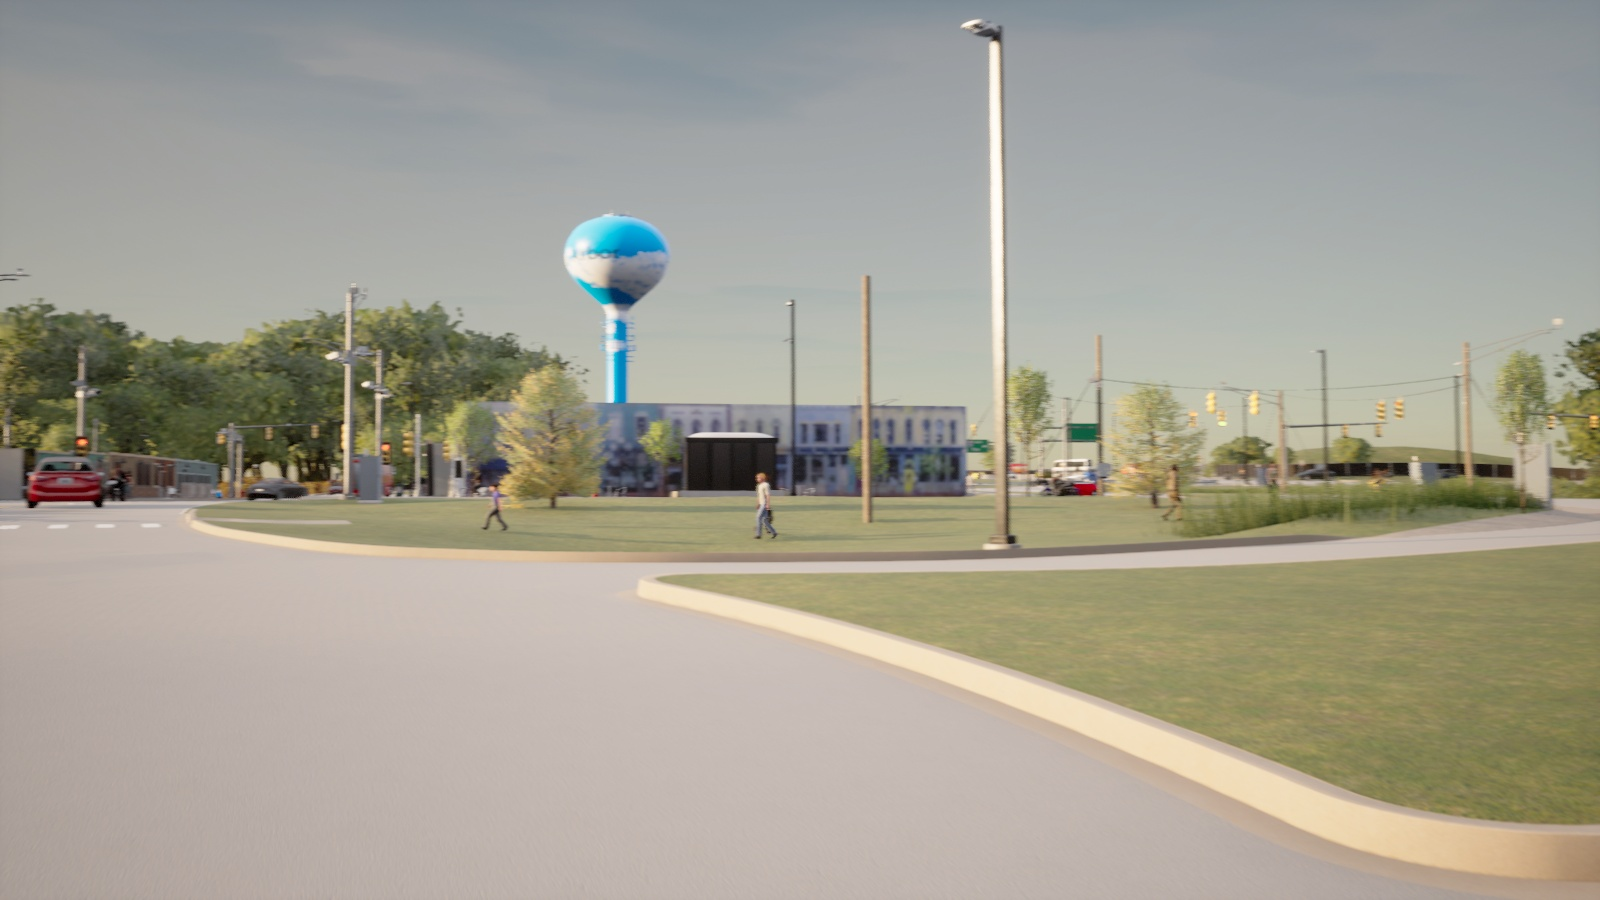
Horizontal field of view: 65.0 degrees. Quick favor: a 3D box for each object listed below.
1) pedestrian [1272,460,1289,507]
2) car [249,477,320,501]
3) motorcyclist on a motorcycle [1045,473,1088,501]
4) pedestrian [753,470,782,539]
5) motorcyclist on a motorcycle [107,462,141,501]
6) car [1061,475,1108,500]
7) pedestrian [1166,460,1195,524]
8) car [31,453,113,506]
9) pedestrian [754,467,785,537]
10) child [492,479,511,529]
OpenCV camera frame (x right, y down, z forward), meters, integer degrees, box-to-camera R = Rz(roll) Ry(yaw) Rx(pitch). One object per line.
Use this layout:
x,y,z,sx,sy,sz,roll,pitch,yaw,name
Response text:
18.966,1.332,49.592,0.345,1.836,0.594,0,-2,-5,pedestrian
-30.394,2.309,74.200,1.994,1.385,4.181,0,-2,8,car
15.143,2.116,71.341,2.191,1.530,0.866,-1,-2,1,motorcyclist on a motorcycle
-0.872,1.464,33.861,0.706,1.836,0.354,1,-3,-17,pedestrian
-27.179,1.283,50.494,0.797,1.523,2.044,1,-2,-17,motorcyclist on a motorcycle
16.548,2.178,73.118,2.207,1.376,1.481,0,-2,-28,car
11.520,1.269,38.021,0.692,1.930,0.396,0,-2,-7,pedestrian
-24.381,0.965,42.109,2.242,1.667,4.611,1,-1,-30,car
-0.859,1.459,35.311,0.788,1.949,0.423,1,-3,-22,pedestrian
-7.565,1.373,31.797,0.437,1.263,0.270,1,-3,-17,child
